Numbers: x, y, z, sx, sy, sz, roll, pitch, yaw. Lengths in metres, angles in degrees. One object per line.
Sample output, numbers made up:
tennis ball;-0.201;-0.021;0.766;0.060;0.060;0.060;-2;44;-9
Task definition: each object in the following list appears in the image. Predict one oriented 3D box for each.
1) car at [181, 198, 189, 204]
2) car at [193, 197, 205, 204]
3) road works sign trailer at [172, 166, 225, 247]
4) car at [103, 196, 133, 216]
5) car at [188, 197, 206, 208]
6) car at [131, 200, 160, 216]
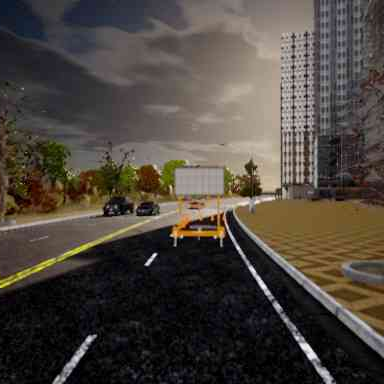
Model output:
car;-1.586;1.994;76.410;2.033;1.411;5.357;0;0;12
car;1.587;1.979;75.704;1.812;1.442;4.674;0;0;12
road works sign trailer;0.356;0.568;15.714;2.380;3.560;2.880;0;0;3
car;-7.906;1.455;36.485;2.150;2.045;5.566;0;0;6
car;1.102;1.914;54.197;1.994;1.385;4.181;0;-1;8
car;-4.697;1.735;35.774;1.837;1.490;4.892;0;0;6
